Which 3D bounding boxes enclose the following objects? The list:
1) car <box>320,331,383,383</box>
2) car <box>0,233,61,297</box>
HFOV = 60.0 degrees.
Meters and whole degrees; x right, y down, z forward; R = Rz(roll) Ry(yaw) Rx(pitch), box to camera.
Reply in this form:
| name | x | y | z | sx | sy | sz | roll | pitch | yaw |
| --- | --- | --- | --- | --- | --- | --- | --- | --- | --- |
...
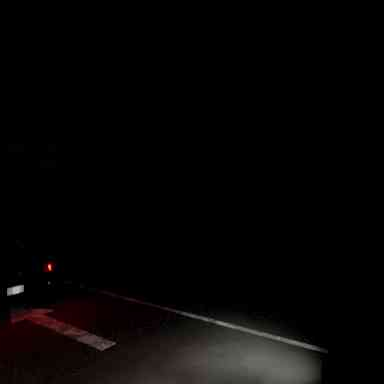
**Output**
| name | x | y | z | sx | sy | sz | roll | pitch | yaw |
| --- | --- | --- | --- | --- | --- | --- | --- | --- | --- |
| car | 3.105 | 1.526 | 1.703 | 4.674 | 1.442 | 1.812 | 0 | 0 | 36 |
| car | -5.192 | 1.600 | 7.699 | 4.718 | 1.301 | 1.895 | 0 | 0 | 35 |
